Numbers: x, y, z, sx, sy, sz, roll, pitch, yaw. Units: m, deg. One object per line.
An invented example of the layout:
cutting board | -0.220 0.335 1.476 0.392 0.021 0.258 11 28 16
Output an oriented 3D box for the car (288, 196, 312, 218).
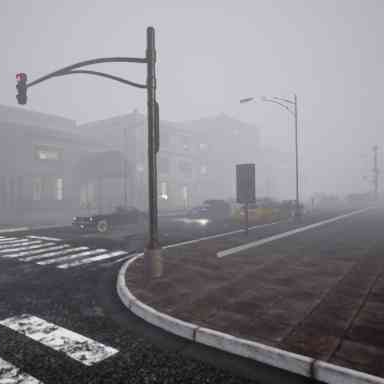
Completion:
car | 7.576 1.217 26.159 2.008 1.369 4.403 -1 0 36

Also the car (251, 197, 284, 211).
car | 8.469 1.281 37.218 1.895 1.301 4.718 -1 0 36

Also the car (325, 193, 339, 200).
car | 30.107 0.935 71.353 1.802 1.307 4.206 -1 0 36

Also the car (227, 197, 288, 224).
car | 4.420 1.242 21.823 1.752 1.417 4.829 -1 0 36

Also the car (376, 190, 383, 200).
car | 33.621 0.570 61.946 2.192 1.841 5.009 -1 0 36

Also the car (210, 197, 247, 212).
car | 3.960 1.290 35.428 1.752 1.417 4.829 -1 0 36

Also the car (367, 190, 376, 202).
car | 27.023 0.860 52.117 1.837 1.490 4.892 -1 0 36

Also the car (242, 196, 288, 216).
car | 6.521 1.186 29.127 2.128 1.511 4.902 -1 0 36

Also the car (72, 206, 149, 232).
car | -4.526 1.489 19.411 1.895 1.301 4.718 -1 0 37

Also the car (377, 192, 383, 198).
car | 43.217 0.652 75.115 1.887 1.381 4.507 -1 0 36

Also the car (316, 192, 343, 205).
car | 19.406 1.055 46.863 1.994 1.385 4.181 -1 0 36

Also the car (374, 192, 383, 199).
car | 40.136 0.720 70.893 1.947 1.339 4.313 -1 0 36

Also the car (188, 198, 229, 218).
car | 1.576 1.315 27.752 1.812 1.442 4.674 -1 0 36

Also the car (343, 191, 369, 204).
car | 22.899 0.898 46.460 1.882 1.535 5.008 -1 0 36

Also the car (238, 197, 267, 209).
car | 7.316 1.293 40.039 1.802 1.307 4.206 -1 0 36

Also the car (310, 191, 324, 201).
car | 23.592 0.769 62.406 2.192 1.841 5.009 -1 0 36

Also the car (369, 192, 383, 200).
car | 36.880 0.770 66.420 1.947 1.339 4.313 -1 0 36

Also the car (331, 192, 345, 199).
car | 33.362 0.743 75.826 1.967 1.590 4.097 -1 0 36
